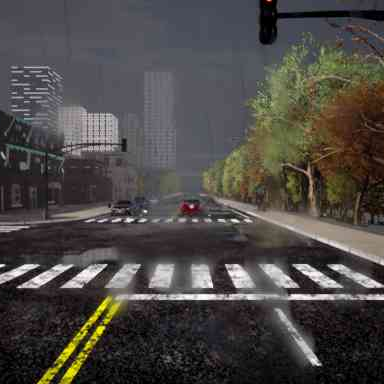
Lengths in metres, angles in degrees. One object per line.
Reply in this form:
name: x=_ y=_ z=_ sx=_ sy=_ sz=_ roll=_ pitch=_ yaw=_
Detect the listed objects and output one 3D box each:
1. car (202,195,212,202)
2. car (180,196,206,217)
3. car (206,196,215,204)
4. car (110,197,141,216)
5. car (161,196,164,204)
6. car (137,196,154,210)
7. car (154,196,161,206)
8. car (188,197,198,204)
car: x=3.328 y=1.506 z=74.422 sx=2.033 sy=1.411 sz=5.357 roll=0 pitch=0 yaw=0
car: x=0.048 y=1.341 z=31.027 sx=2.097 sy=1.767 sz=4.553 roll=0 pitch=0 yaw=2
car: x=3.410 y=1.519 z=63.768 sx=2.033 sy=1.411 sz=5.357 roll=0 pitch=0 yaw=0
car: x=-6.561 y=1.514 z=32.564 sx=1.812 sy=1.442 sz=4.674 roll=0 pitch=0 yaw=0
car: x=-6.484 y=1.464 z=63.493 sx=2.128 sy=1.511 sz=4.902 roll=0 pitch=0 yaw=1
car: x=-6.548 y=1.335 z=42.757 sx=2.097 sy=1.767 sz=4.553 roll=0 pitch=0 yaw=0
car: x=-6.532 y=1.503 z=53.050 sx=1.812 sy=1.442 sz=4.674 roll=0 pitch=0 yaw=0
car: x=0.161 y=1.573 z=64.298 sx=1.895 sy=1.301 sz=4.718 roll=0 pitch=0 yaw=0
